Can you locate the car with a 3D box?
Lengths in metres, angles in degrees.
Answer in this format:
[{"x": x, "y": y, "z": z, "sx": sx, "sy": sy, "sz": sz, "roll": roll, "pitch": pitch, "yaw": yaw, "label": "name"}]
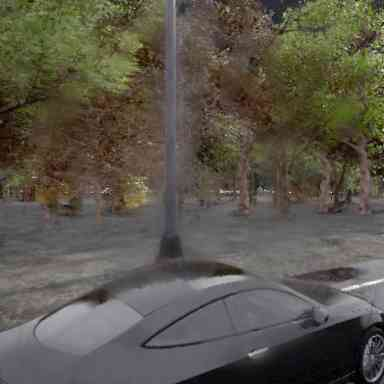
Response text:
[{"x": 0.304, "y": 1.523, "z": 3.676, "sx": 4.674, "sy": 1.442, "sz": 1.812, "roll": 0, "pitch": 0, "yaw": -34, "label": "car"}]
